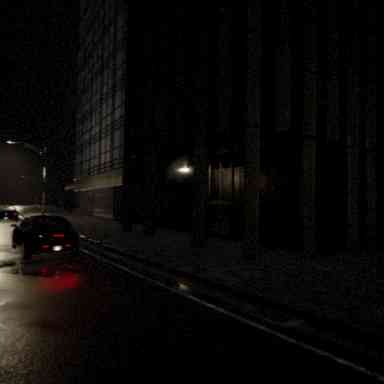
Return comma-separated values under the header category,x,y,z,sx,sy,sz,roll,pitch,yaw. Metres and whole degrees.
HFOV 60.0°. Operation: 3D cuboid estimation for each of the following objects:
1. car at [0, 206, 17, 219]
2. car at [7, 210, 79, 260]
category,x,y,z,sx,sy,sz,roll,pitch,yaw
car,-16.255,1.850,28.929,1.895,1.301,4.718,2,-2,-32
car,-5.993,1.681,13.378,1.837,1.490,4.892,3,-2,-35
